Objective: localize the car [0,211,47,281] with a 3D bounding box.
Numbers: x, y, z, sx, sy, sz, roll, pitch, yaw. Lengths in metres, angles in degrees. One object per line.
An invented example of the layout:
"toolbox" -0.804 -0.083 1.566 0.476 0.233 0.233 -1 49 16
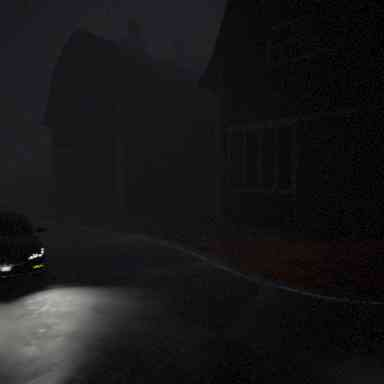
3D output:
"car" -5.254 1.322 9.015 1.837 1.490 4.892 0 1 -34
